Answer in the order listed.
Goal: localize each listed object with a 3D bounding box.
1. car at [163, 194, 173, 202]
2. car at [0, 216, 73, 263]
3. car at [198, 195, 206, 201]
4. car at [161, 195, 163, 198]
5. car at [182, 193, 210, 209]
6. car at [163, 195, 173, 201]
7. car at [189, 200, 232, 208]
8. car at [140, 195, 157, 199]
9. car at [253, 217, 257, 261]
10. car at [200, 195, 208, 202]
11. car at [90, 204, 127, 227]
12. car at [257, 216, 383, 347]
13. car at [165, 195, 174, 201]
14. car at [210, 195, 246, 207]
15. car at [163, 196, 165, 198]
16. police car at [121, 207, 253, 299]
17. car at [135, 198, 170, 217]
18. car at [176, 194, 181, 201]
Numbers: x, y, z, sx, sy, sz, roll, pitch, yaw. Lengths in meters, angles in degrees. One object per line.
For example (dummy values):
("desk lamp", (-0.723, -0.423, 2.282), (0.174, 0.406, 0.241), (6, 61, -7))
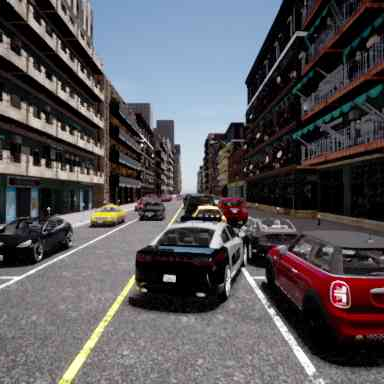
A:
("car", (-5.738, 1.293, 73.965), (2.192, 1.841, 5.009), (0, 0, 0))
("car", (-5.697, 1.565, 11.964), (1.947, 1.339, 4.313), (0, 0, 0))
("car", (2.633, 1.516, 85.240), (1.887, 1.381, 4.507), (0, 0, 0))
("car", (-5.719, 1.305, 45.784), (2.192, 1.841, 5.009), (0, 0, 0))
("car", (0.561, 1.216, 24.450), (2.150, 2.045, 5.566), (0, 0, -3))
("car", (-5.743, 1.415, 79.601), (1.967, 1.590, 4.097), (0, 0, 0))
("car", (0.888, 1.454, 18.653), (1.801, 1.575, 5.366), (0, 0, 0))
("car", (-5.716, 1.432, 40.147), (1.967, 1.590, 4.097), (0, 0, 0))
("car", (2.684, 1.550, 11.966), (2.008, 1.369, 4.403), (0, 0, 0))
("car", (2.641, 1.503, 74.137), (1.752, 1.417, 4.829), (0, 0, 0))
("car", (-5.704, 1.523, 23.067), (1.752, 1.417, 4.829), (0, 0, 0))
("car", (2.688, 1.440, 6.331), (1.967, 1.590, 4.097), (0, 0, 0))
("car", (-5.747, 1.516, 85.238), (1.887, 1.381, 4.507), (0, 0, 0))
("car", (2.678, 1.312, 23.239), (2.192, 1.841, 5.009), (0, 0, 0))
("car", (-5.724, 1.570, 51.420), (1.802, 1.307, 4.206), (0, 0, 0))
("police car", (0.293, 1.424, 8.749), (1.930, 1.638, 5.238), (0, 0, 16))
("car", (-3.118, 1.501, 26.997), (1.837, 1.490, 4.892), (0, 0, 0))
("car", (-3.058, 1.323, 85.872), (2.097, 1.767, 4.553), (0, 0, 0))
